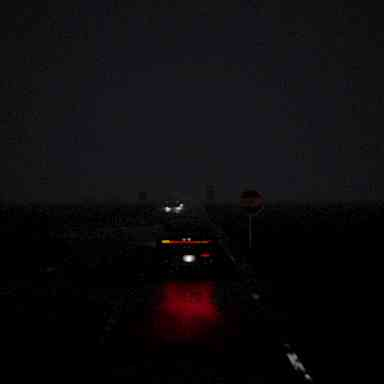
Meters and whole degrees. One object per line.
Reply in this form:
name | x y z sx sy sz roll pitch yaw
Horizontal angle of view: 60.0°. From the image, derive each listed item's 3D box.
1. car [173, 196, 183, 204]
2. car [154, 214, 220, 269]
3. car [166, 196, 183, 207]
car | -2.810 1.611 66.442 1.837 1.490 4.892 0 0 0
car | -0.216 1.513 11.218 1.837 1.490 4.892 0 0 -3
car | -2.862 1.425 51.116 2.097 1.767 4.553 0 0 0
